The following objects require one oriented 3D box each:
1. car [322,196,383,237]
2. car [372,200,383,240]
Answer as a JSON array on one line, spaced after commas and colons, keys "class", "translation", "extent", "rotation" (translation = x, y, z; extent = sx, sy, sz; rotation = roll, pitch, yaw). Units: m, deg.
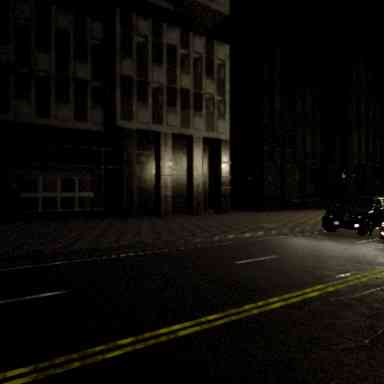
[{"class": "car", "translation": [9.580, 1.223, 18.428], "extent": [5.566, 2.045, 2.150], "rotation": [0, 0, -35]}, {"class": "car", "translation": [10.546, 1.351, 15.135], "extent": [4.553, 1.767, 2.097], "rotation": [0, 0, -35]}]
